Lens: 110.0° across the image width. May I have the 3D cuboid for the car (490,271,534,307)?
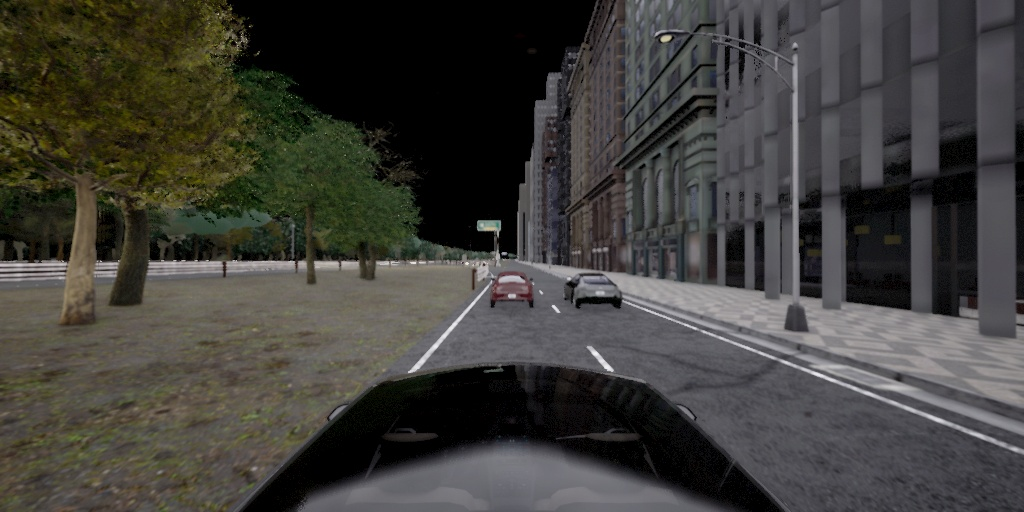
[{"bbox_3d":[0.007,1.412,16.225,1.812,1.442,4.674,0,0,0],"label":"car"}]

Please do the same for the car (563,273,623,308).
[{"bbox_3d":[3.503,1.450,16.159,1.994,1.385,4.181,0,-1,0],"label":"car"}]
